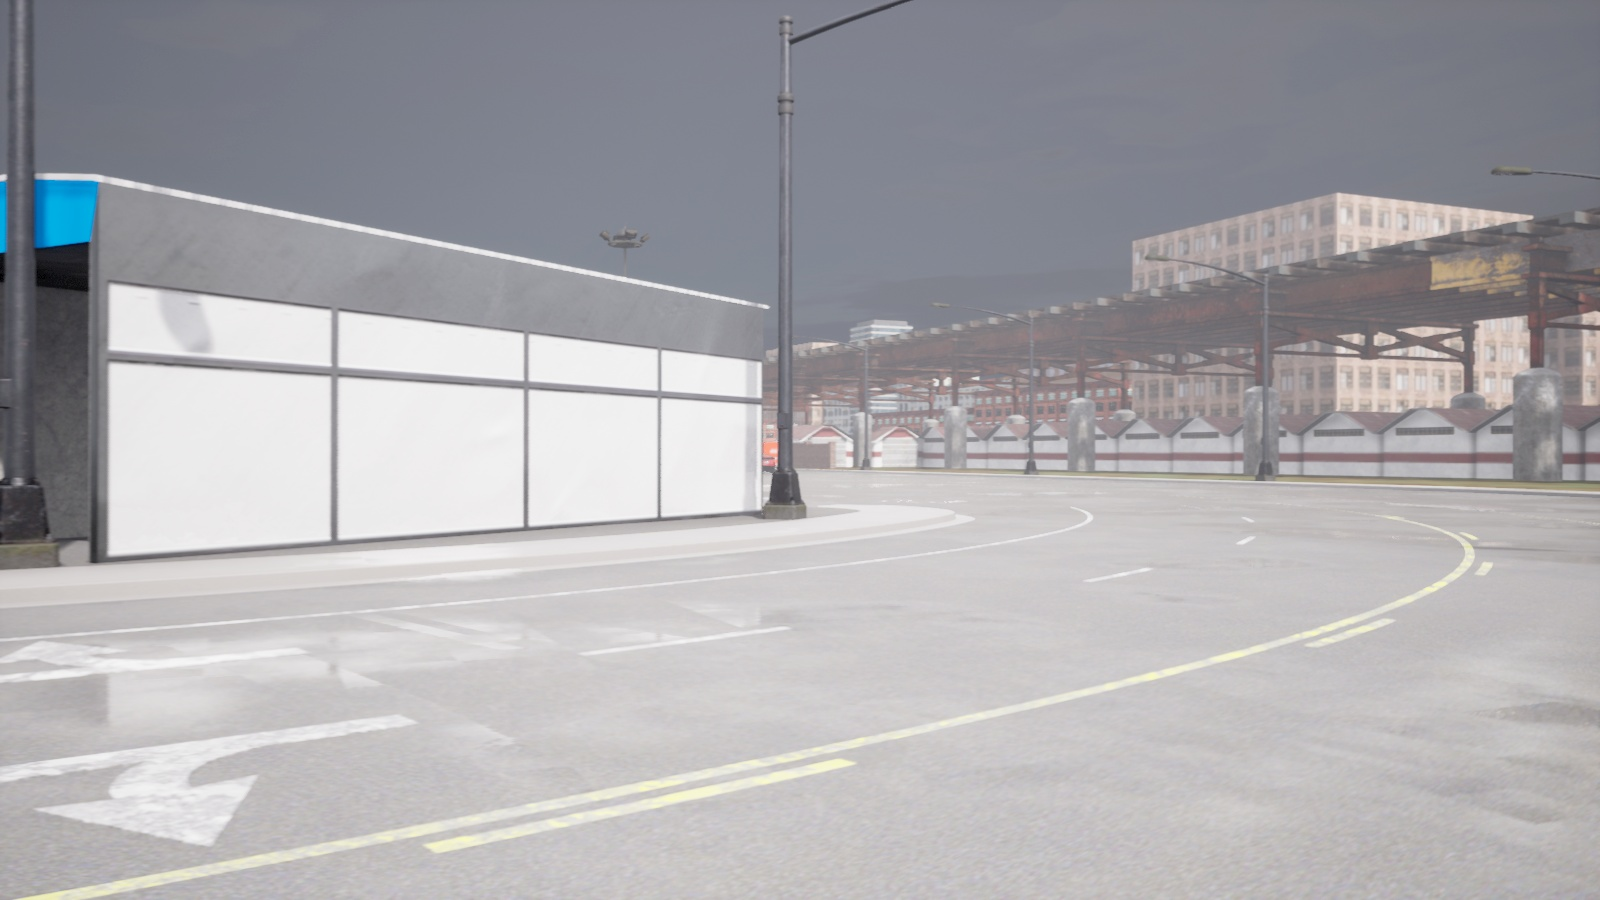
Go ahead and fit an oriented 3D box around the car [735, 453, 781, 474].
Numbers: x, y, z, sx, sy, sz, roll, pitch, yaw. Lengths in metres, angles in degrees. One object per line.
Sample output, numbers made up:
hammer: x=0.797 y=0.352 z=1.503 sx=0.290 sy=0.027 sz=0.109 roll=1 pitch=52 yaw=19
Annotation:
car: x=-3.255 y=1.007 z=96.330 sx=2.007 sy=1.525 sz=4.514 roll=0 pitch=0 yaw=-24
